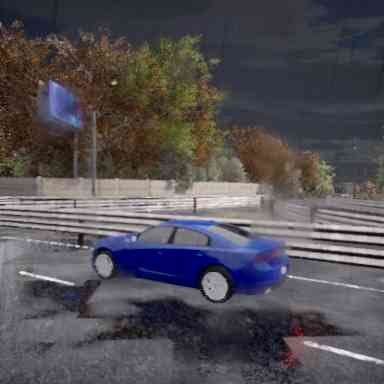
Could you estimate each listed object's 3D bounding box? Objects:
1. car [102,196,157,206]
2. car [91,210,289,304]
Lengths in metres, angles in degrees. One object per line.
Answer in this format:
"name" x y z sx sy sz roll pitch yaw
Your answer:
"car" -5.491 1.112 29.474 5.008 1.535 1.882 0 1 -32
"car" -0.269 1.385 7.977 5.008 1.535 1.882 1 1 32
